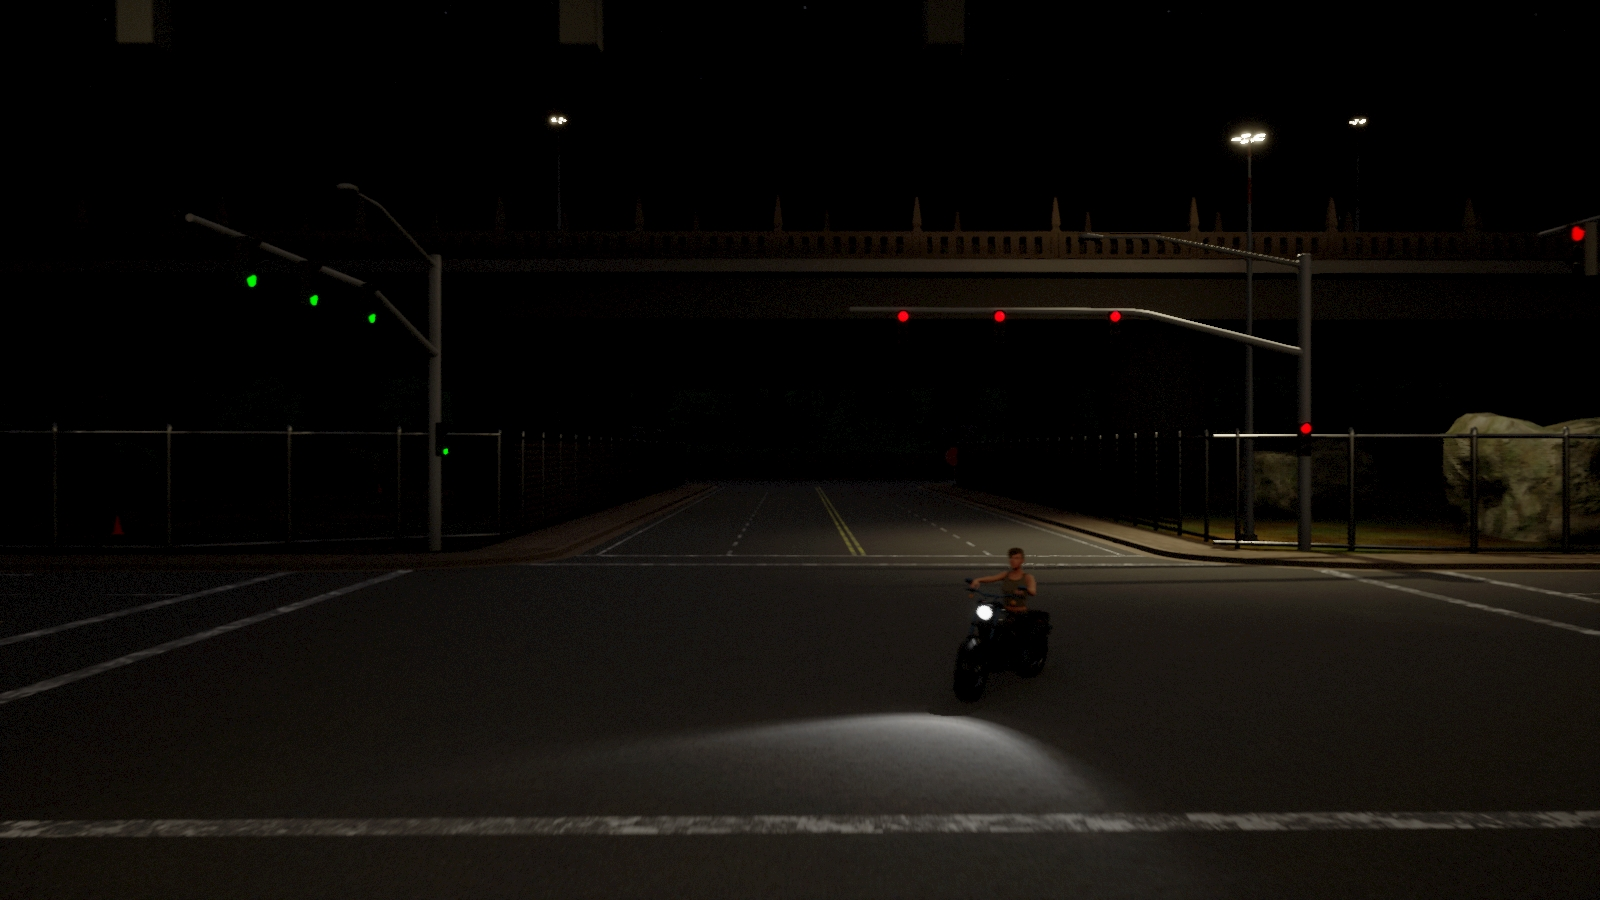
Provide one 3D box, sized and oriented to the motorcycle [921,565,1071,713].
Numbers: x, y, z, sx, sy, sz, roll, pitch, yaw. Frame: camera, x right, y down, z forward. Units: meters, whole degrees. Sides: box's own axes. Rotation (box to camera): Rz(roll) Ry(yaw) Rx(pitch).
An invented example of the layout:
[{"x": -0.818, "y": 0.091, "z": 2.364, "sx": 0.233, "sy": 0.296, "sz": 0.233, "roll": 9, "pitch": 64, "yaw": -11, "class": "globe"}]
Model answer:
[{"x": 2.334, "y": 2.129, "z": 13.306, "sx": 0.764, "sy": 1.307, "sz": 2.356, "roll": 2, "pitch": 1, "yaw": 35, "class": "motorcycle"}]
